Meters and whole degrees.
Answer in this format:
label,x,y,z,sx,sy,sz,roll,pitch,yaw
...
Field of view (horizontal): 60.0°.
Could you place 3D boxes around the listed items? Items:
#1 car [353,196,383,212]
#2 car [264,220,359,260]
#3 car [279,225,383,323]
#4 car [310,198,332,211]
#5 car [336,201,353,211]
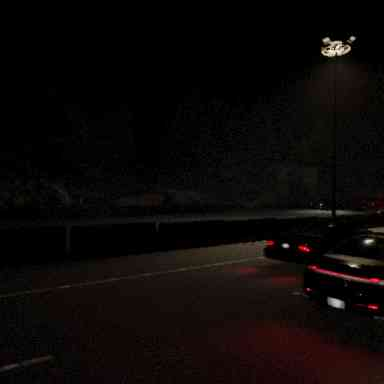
label,x,y,z,sx,sy,sz,roll,pitch,yaw
car,22.819,1.470,41.223,5.566,2.045,2.150,0,0,-35
car,4.842,1.675,11.363,5.357,1.411,2.033,0,-1,-35
car,4.286,1.579,6.703,4.902,1.511,2.128,1,-1,-35
car,18.618,1.628,46.828,4.553,1.767,2.097,0,0,-35
car,22.113,1.855,44.987,4.718,1.301,1.895,0,0,-35
